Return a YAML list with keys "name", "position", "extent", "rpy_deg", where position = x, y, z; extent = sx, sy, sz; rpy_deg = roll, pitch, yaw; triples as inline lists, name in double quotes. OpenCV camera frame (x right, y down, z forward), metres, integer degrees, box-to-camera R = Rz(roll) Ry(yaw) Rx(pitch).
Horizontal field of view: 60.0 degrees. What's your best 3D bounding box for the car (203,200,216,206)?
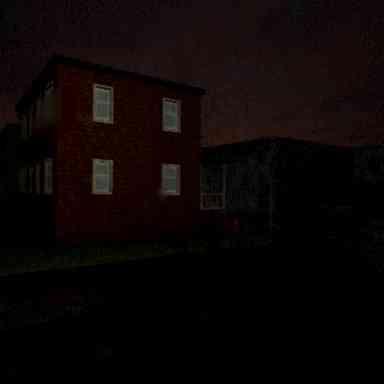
- name: "car"
  position: [0.807, 1.687, 37.946]
  extent: [1.882, 1.535, 5.008]
  rpy_deg: [1, 0, -36]
